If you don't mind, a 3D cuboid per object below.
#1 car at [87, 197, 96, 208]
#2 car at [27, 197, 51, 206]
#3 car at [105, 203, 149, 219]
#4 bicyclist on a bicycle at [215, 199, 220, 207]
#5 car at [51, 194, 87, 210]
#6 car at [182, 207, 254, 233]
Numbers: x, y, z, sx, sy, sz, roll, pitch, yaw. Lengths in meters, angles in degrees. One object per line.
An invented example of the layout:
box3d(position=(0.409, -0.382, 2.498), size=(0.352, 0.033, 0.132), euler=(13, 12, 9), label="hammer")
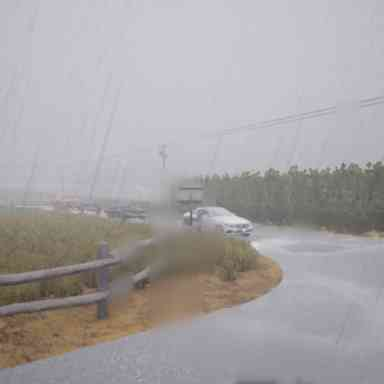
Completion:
box3d(position=(-14.962, 1.479, 46.308), size=(2.128, 1.511, 4.902), euler=(0, 0, -36), label="car")
box3d(position=(-24.862, 1.556, 54.563), size=(4.181, 1.385, 1.994), euler=(0, 0, 7), label="car")
box3d(position=(-5.291, 1.593, 26.796), size=(1.895, 1.301, 4.718), euler=(0, 0, -35), label="car")
box3d(position=(2.251, 1.443, 27.649), size=(1.656, 1.620, 0.582), euler=(0, 0, -35), label="bicyclist on a bicycle")
box3d(position=(-15.211, 1.213, 40.843), size=(2.150, 2.045, 5.566), euler=(0, 0, -35), label="car")
box3d(position=(1.177, 1.518, 17.572), size=(1.812, 1.442, 4.674), euler=(0, 0, -33), label="car")
